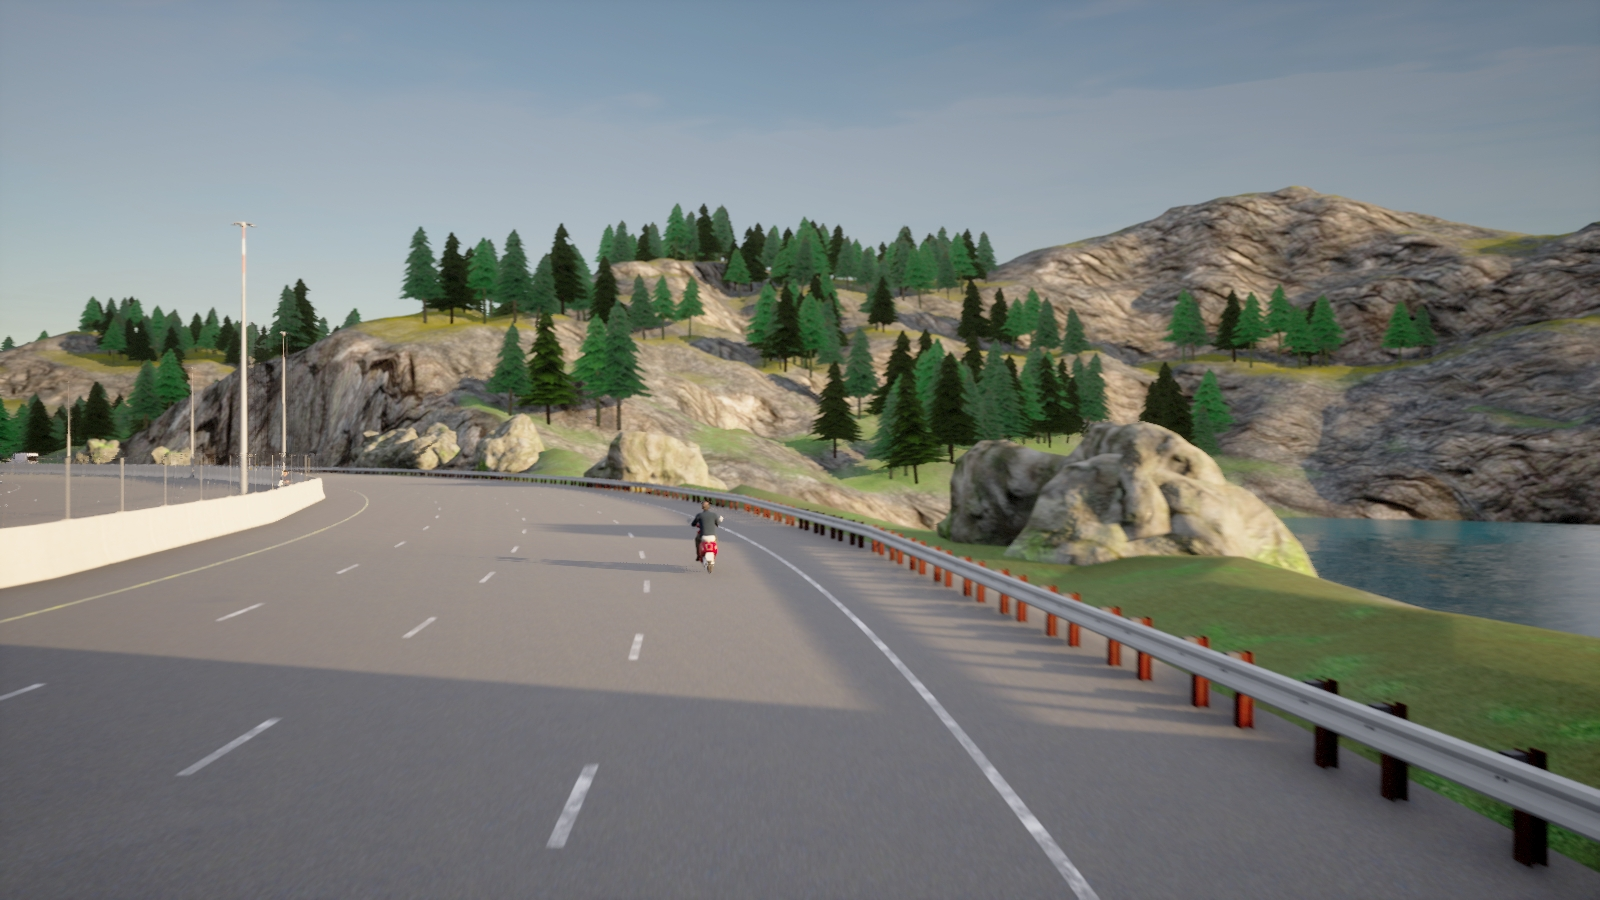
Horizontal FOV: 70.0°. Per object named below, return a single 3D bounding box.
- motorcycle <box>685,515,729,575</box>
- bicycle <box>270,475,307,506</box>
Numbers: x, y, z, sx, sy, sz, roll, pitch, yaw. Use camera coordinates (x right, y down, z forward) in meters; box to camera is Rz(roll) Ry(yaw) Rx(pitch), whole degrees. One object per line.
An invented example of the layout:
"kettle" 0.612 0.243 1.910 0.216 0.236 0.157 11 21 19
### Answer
"motorcycle" -2.192 2.199 26.845 0.856 1.236 1.805 -1 0 -10
"bicycle" -26.552 2.114 59.318 1.643 1.514 0.373 -2 -3 -17
